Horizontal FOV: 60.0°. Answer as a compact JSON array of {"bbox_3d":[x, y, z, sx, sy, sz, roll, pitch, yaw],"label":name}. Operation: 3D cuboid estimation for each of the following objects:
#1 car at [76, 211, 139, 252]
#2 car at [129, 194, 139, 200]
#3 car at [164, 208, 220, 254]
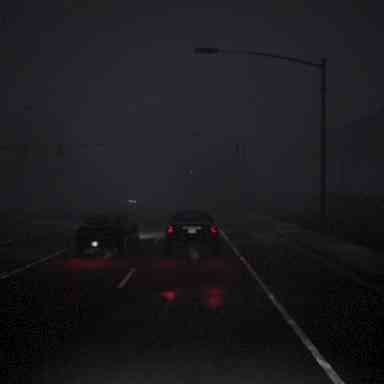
[{"bbox_3d":[-3.494,1.607,14.414,1.837,1.490,4.892,0,0,0],"label":"car"},{"bbox_3d":[-13.992,1.207,80.884,2.128,1.511,4.902,0,1,0],"label":"car"},{"bbox_3d":[0.003,1.450,14.188,2.097,1.767,4.553,0,0,0],"label":"car"}]
